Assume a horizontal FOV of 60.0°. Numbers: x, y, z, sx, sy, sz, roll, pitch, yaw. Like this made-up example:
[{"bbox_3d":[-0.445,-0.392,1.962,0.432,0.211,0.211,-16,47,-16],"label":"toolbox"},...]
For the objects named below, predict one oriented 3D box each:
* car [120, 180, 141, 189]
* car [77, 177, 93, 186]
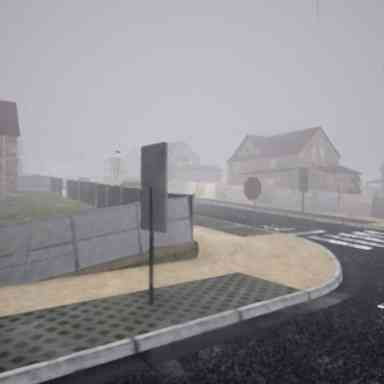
[{"bbox_3d":[-5.049,-0.230,30.089,2.097,1.767,4.553,0,3,-32],"label":"car"},{"bbox_3d":[-15.701,-1.363,48.658,1.837,1.490,4.892,0,3,-28],"label":"car"}]
